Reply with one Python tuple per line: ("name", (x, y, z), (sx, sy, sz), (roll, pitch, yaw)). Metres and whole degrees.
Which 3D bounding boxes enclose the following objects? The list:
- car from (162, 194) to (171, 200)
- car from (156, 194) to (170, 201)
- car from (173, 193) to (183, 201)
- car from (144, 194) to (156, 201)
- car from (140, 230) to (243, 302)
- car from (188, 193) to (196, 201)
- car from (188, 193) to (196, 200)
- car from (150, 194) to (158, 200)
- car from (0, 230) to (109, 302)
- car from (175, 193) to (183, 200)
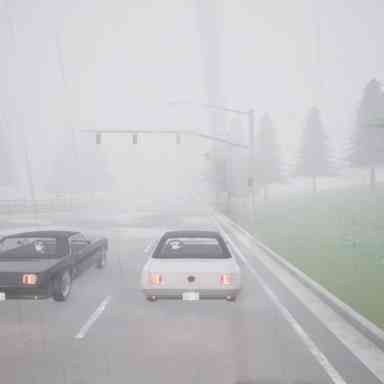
("car", (-7.077, 1.372, 92.487), (2.033, 1.411, 5.357), (0, 0, 0))
("car", (-7.069, 1.517, 82.067), (2.128, 1.511, 4.902), (0, 0, 0))
("car", (-3.569, 1.348, 82.456), (2.097, 1.767, 4.553), (0, 0, 0))
("car", (-10.569, 1.588, 82.511), (1.895, 1.301, 4.718), (0, 0, 0))
("car", (0.006, 1.601, 8.236), (1.895, 1.301, 4.718), (0, 0, 0))
("car", (-0.069, 1.517, 82.073), (2.128, 1.511, 4.902), (0, 0, 0))
("car", (-0.077, 1.187, 92.463), (2.097, 1.767, 4.553), (0, 0, 0))
("car", (-10.577, 1.357, 92.484), (1.812, 1.442, 4.674), (0, 0, 0))
("car", (-3.494, 1.601, 8.233), (1.895, 1.301, 4.718), (0, 0, 0))
("car", (-3.577, 1.187, 92.460), (2.097, 1.767, 4.553), (0, 0, 0))
